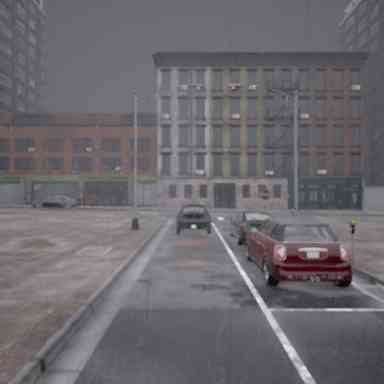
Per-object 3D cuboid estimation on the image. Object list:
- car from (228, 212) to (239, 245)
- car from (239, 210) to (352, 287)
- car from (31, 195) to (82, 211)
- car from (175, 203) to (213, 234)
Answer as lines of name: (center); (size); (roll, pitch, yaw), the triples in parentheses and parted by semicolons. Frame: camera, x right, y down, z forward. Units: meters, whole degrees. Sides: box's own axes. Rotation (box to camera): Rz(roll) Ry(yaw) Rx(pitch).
car: (2.653, 1.468, 14.715); (2.008, 1.369, 4.403); (0, 0, 0)
car: (2.651, 1.388, 9.210); (1.967, 1.590, 4.097); (0, 0, 0)
car: (-13.777, 1.073, 33.933); (4.902, 1.511, 2.128); (1, 0, 0)
car: (0.106, 1.402, 18.618); (1.837, 1.490, 4.892); (0, 1, 0)
